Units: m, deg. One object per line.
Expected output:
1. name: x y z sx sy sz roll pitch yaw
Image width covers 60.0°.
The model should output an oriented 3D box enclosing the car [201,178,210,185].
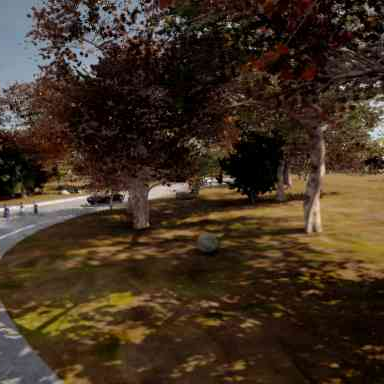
1. car: 1.766 -1.927 61.169 1.895 1.301 4.718 0 5 22

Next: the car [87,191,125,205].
1. car: -8.419 0.529 33.191 1.895 1.301 4.718 0 4 15
